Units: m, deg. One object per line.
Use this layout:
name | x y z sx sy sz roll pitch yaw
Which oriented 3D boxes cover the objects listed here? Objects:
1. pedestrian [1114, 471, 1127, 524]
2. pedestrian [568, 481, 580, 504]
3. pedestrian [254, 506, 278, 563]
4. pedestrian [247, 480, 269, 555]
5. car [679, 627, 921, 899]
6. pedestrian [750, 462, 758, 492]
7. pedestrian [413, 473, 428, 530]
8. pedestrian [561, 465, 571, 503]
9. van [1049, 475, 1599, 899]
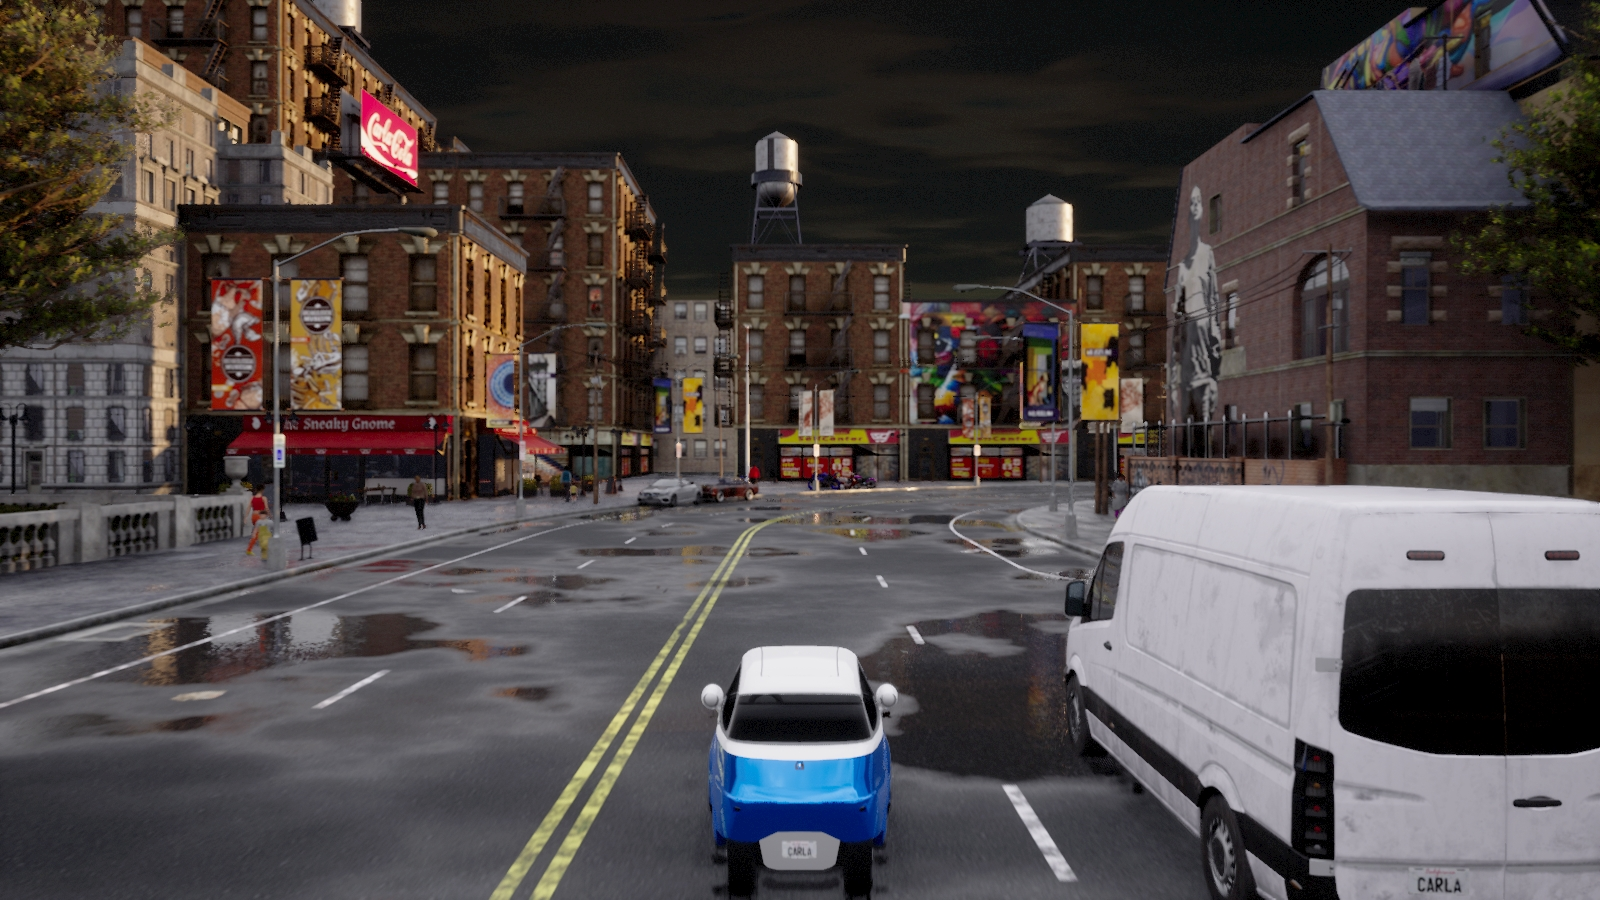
pedestrian | 11.487 1.696 40.984 0.375 1.860 0.375 0 0 1
pedestrian | -10.990 2.076 55.526 0.500 1.100 0.500 0 0 -5
pedestrian | -12.474 1.978 26.688 0.375 1.300 0.375 0 0 -1
pedestrian | -13.596 1.697 28.665 0.375 1.860 0.375 0 0 8
car | -0.002 2.120 8.084 1.481 1.376 2.207 0 0 0
pedestrian | -2.851 1.696 71.364 0.375 1.860 0.375 0 0 26
pedestrian | -12.523 1.696 37.690 0.375 1.860 0.375 0 0 3
pedestrian | -11.556 1.697 56.505 0.375 1.860 0.375 0 0 11
van | 3.510 1.534 8.603 1.988 2.561 5.915 0 0 0
